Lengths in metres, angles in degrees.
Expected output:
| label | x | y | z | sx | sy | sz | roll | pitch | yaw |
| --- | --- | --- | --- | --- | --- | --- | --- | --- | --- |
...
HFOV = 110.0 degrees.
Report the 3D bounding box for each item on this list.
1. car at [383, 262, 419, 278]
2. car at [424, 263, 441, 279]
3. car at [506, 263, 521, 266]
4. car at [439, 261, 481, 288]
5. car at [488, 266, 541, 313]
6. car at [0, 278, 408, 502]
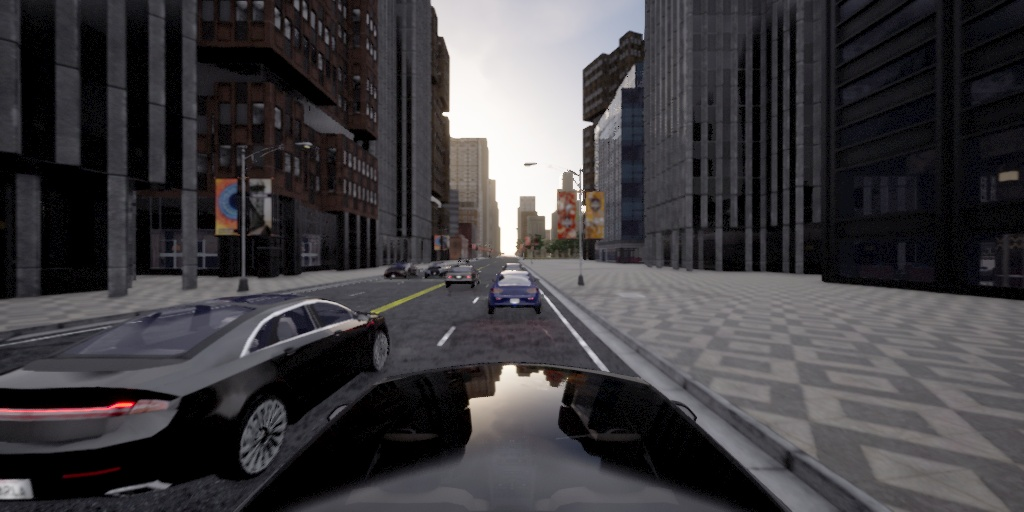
| label | x | y | z | sx | sy | sz | roll | pitch | yaw |
| --- | --- | --- | --- | --- | --- | --- | --- | --- | --- |
| car | -9.853 | 1.278 | 32.445 | 2.033 | 1.411 | 5.357 | 0 | 0 | 0 |
| car | -6.601 | 1.295 | 32.595 | 1.994 | 1.385 | 4.181 | 0 | 0 | 0 |
| car | 0.093 | 1.298 | 29.993 | 1.994 | 1.385 | 4.181 | 0 | 0 | 0 |
| car | -3.155 | 1.288 | 23.740 | 2.033 | 1.411 | 5.357 | 0 | 0 | 0 |
| car | 0.082 | 1.275 | 13.799 | 1.812 | 1.442 | 4.674 | 0 | 0 | 0 |
| car | -3.153 | 1.242 | 4.670 | 2.128 | 1.511 | 4.902 | 0 | 0 | 0 |
